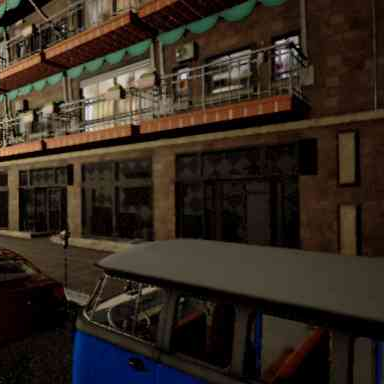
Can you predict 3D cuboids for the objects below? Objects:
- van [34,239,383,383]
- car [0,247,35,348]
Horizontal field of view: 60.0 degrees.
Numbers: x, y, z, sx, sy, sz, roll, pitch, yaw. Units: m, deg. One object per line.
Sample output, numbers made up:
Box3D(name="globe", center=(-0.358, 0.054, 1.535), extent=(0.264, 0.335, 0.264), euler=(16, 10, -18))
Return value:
Box3D(name="van", center=(0.816, 1.341, 2.308), extent=(3.998, 1.788, 1.690), euler=(0, -1, 35))
Box3D(name="car", center=(-3.797, 1.582, 5.591), extent=(4.206, 1.307, 1.802), euler=(0, -1, 35))
